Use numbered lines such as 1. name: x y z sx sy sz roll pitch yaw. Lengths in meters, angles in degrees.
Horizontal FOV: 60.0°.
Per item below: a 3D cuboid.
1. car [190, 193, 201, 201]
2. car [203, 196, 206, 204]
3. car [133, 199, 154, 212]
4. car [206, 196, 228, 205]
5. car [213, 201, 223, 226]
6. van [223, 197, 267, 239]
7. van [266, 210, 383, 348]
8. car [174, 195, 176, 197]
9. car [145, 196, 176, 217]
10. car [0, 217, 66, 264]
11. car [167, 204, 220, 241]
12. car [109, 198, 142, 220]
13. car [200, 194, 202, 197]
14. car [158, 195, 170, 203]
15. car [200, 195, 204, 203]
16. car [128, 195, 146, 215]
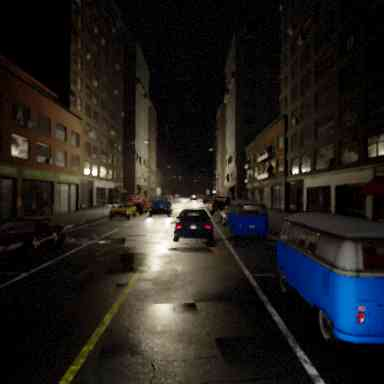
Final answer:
1. car: 0.392 1.413 75.518 2.033 1.411 5.357 0 0 0
2. car: 2.904 1.557 44.545 2.008 1.369 4.403 1 0 0
3. car: -5.654 1.541 39.085 1.802 1.307 4.206 1 0 0
4. car: 2.850 1.319 33.563 2.192 1.841 5.009 1 0 0
5. car: 2.790 1.556 22.580 2.008 1.369 4.403 1 0 0
6. van: 2.764 1.348 17.088 1.690 1.788 3.998 1 0 0
7. van: 2.707 1.352 6.105 1.690 1.788 3.998 1 0 0
8. car: -5.449 1.429 77.535 1.967 1.590 4.097 1 0 0
9. car: -2.850 1.453 31.119 1.882 1.535 5.008 0 0 0
10. car: -5.800 1.545 11.620 1.802 1.307 4.206 1 0 0
11. car: 0.077 1.540 16.539 2.033 1.411 5.357 0 0 0
12. car: -5.712 1.484 27.929 1.752 1.417 4.829 1 0 0
13. car: 3.018 1.567 66.511 1.887 1.381 4.507 1 0 0
14. car: -5.507 1.417 66.549 1.967 1.590 4.097 1 0 0
15. car: 2.990 1.561 61.019 1.887 1.381 4.507 1 0 0
16. car: -5.679 1.273 33.592 2.192 1.841 5.009 1 0 0
